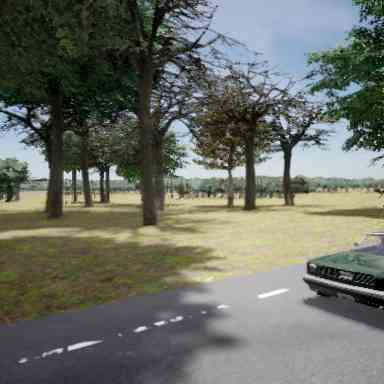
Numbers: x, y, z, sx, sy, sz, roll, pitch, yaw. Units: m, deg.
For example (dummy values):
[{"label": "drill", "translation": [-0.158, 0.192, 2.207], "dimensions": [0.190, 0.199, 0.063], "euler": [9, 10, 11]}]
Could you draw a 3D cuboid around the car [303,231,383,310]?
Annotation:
[{"label": "car", "translation": [4.543, 1.559, 7.231], "dimensions": [4.718, 1.301, 1.895], "euler": [0, 0, -35]}]
